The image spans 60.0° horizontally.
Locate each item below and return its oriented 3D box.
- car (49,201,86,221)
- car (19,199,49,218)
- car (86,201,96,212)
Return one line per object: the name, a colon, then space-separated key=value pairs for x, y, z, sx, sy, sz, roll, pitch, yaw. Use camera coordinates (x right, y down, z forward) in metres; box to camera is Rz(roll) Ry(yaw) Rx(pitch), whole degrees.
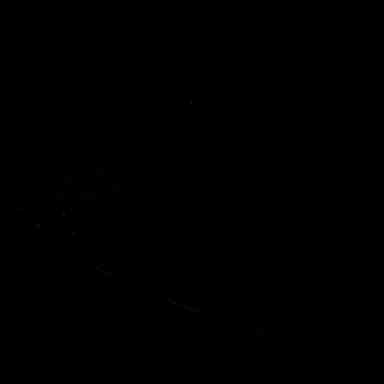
car: x=-10.427 y=1.589 z=28.207 sx=1.882 sy=1.535 sz=5.008 roll=0 pitch=0 yaw=-12
car: x=-14.669 y=1.456 z=31.410 sx=2.097 sy=1.767 sz=4.553 roll=0 pitch=0 yaw=-12
car: x=-13.172 y=1.740 z=41.355 sx=1.994 sy=1.385 sz=4.181 roll=0 pitch=0 yaw=-12
